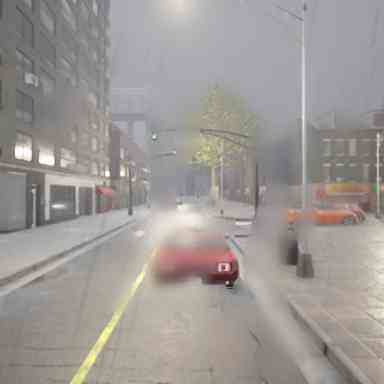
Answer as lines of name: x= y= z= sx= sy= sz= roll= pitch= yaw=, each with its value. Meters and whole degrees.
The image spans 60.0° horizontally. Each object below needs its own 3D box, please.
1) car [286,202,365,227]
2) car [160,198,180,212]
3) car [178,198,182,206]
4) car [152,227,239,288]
car: x=8.925 y=1.490 z=22.922 sx=4.553 sy=1.767 sz=2.097 roll=0 pitch=0 yaw=-3
car: x=-2.827 y=1.753 z=40.532 sx=1.895 sy=1.301 sz=4.718 roll=0 pitch=0 yaw=0
car: x=-2.789 y=1.791 z=58.216 sx=1.994 sy=1.385 sz=4.181 roll=0 pitch=0 yaw=0
car: x=0.085 y=1.634 z=9.309 sx=1.895 sy=1.301 sz=4.718 roll=0 pitch=0 yaw=0
